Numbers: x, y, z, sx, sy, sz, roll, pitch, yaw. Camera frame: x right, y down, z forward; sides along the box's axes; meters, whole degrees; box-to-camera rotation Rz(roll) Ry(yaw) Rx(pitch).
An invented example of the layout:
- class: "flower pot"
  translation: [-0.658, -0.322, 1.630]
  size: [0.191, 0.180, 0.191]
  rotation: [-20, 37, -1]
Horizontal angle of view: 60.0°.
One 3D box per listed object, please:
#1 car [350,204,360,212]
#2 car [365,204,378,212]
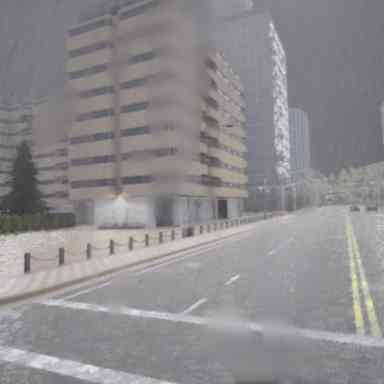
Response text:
- class: "car"
  translation: [38.342, 3.962, 78.057]
  size: [1.895, 1.301, 4.718]
  rotation: [-3, -3, 25]
- class: "car"
  translation: [41.448, 3.659, 76.398]
  size: [1.882, 1.535, 5.008]
  rotation: [-3, -3, 25]
